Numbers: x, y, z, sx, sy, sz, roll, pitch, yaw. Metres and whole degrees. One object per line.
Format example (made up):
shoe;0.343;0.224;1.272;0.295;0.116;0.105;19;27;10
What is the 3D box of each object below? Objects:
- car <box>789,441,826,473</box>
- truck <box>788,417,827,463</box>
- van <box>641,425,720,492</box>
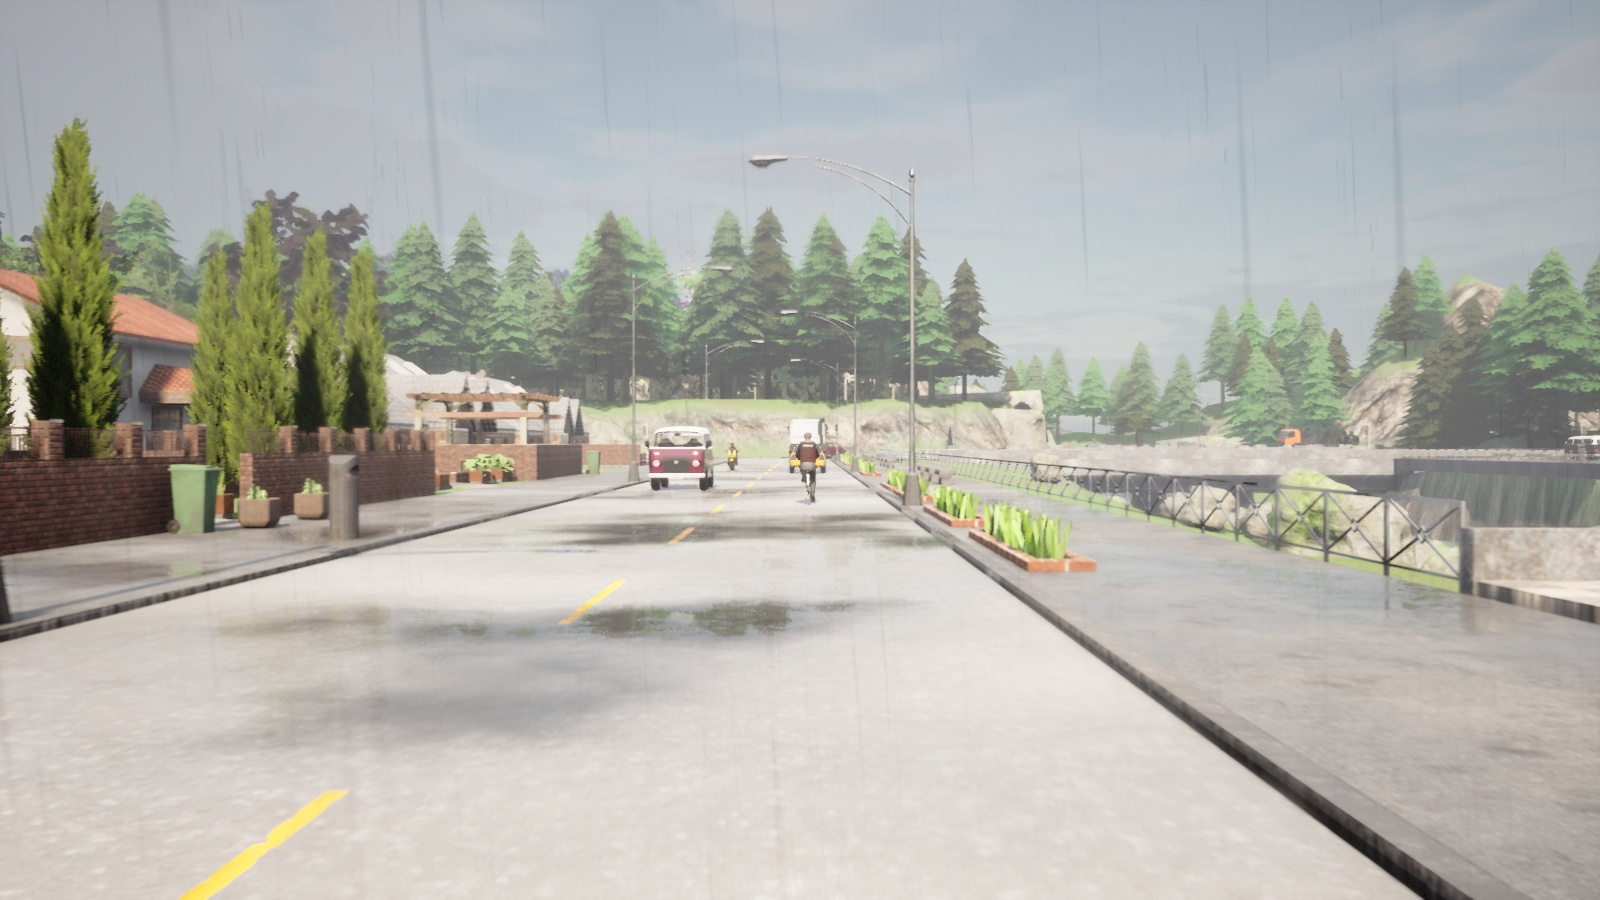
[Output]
car;0.380;0.328;63.467;1.801;1.575;5.366;0;0;0
truck;0.577;-0.785;97.584;2.891;3.462;7.936;0;0;0
van;-3.754;0.241;40.110;2.069;2.038;4.480;0;0;0
